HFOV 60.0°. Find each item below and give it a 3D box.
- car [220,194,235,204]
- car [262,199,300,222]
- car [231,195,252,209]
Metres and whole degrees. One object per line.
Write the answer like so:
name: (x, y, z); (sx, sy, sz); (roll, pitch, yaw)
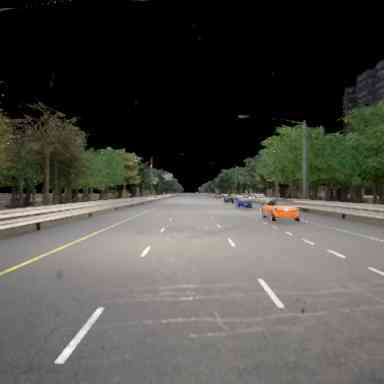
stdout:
car: (7.123, 1.513, 65.339); (1.837, 1.490, 4.892); (0, 0, 0)
car: (7.023, 1.355, 26.805); (2.097, 1.767, 4.553); (0, 0, 0)
car: (7.071, 1.499, 46.326); (1.882, 1.535, 5.008); (0, 0, 0)
